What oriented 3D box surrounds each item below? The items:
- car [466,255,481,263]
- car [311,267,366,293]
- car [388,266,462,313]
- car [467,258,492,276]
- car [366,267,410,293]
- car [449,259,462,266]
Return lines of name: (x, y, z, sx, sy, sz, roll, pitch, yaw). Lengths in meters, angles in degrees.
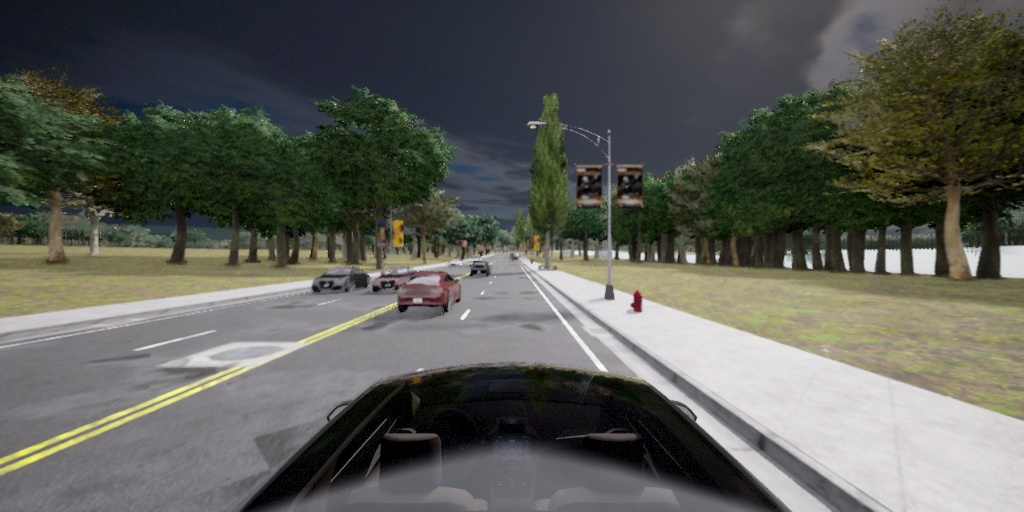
car: (-6.519, 0.909, 62.235, 2.150, 2.045, 5.566, 0, 0, 1)
car: (-9.847, 1.353, 21.007, 1.994, 1.385, 4.181, 0, 0, 0)
car: (-3.160, 1.325, 14.291, 1.812, 1.442, 4.674, 0, 0, 0)
car: (-3.146, 1.261, 36.664, 1.837, 1.490, 4.892, 0, 0, 0)
car: (-6.597, 1.353, 21.012, 1.994, 1.385, 4.181, 0, 0, 0)
car: (-9.771, 1.212, 62.328, 1.812, 1.442, 4.674, 0, 0, 1)
